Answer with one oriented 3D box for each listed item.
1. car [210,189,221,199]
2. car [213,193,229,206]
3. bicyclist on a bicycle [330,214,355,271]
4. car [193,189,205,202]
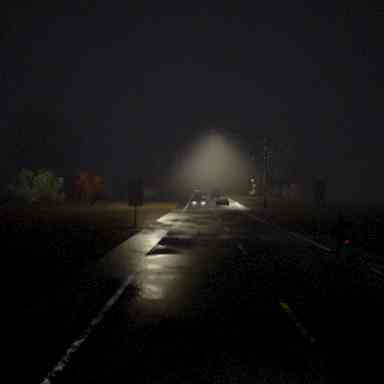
[{"bbox_3d":[5.019,0.438,71.140,2.150,2.045,5.566,1,2,1],"label":"car"},{"bbox_3d":[4.692,1.361,51.747,1.994,1.385,4.181,1,2,1],"label":"car"},{"bbox_3d":[4.662,1.521,10.293,0.582,1.620,1.656,1,0,1],"label":"bicyclist on a bicycle"},{"bbox_3d":[1.267,0.824,61.156,2.097,1.767,4.553,1,2,2],"label":"car"}]
